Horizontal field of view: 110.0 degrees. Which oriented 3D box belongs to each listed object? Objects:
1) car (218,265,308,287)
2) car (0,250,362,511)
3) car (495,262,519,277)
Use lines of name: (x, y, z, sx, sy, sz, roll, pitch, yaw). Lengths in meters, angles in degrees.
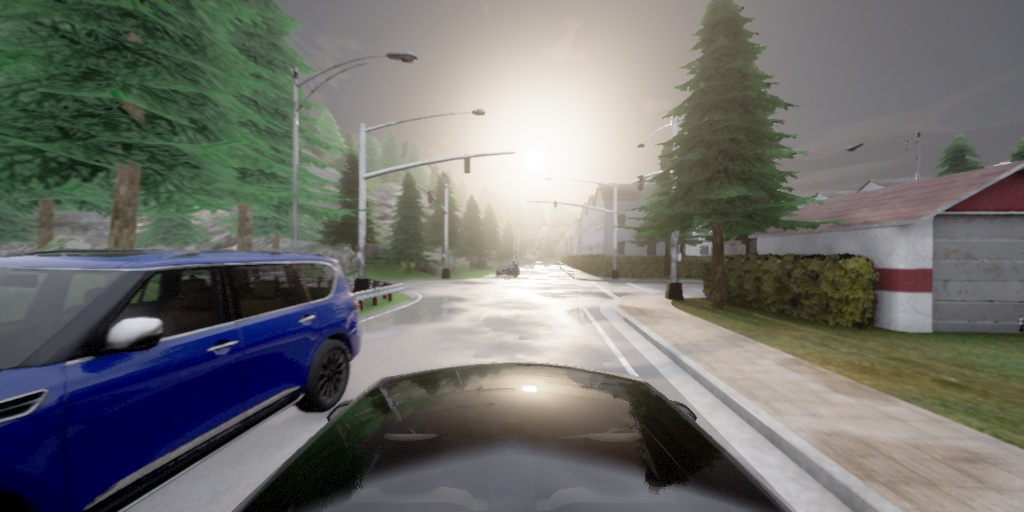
car: (-16.205, 1.257, 23.456, 4.718, 1.301, 1.895, 0, 0, 5)
car: (-3.449, 0.950, 3.167, 2.150, 2.045, 5.566, 0, 0, 4)
car: (-0.412, 1.307, 35.595, 1.994, 1.385, 4.181, 0, 0, 5)
